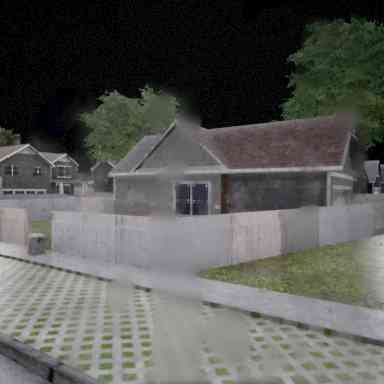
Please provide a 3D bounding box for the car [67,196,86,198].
[{"bbox_3d":[-12.753,1.166,36.183,1.837,1.490,4.892,1,1,34],"label":"car"}]
